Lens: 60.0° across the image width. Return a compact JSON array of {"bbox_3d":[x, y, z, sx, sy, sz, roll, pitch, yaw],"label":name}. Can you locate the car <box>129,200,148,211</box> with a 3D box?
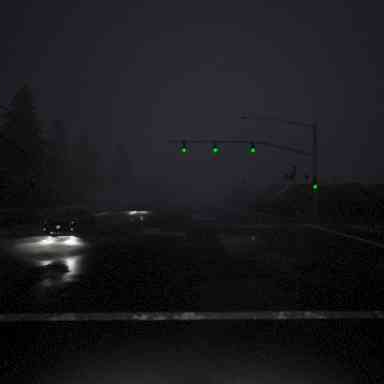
[{"bbox_3d":[-6.972,1.776,43.911,1.994,1.385,4.181,0,0,0],"label":"car"}]

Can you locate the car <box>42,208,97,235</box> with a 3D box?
[{"bbox_3d":[-6.987,1.647,19.341,1.994,1.385,4.181,0,0,0],"label":"car"}]
